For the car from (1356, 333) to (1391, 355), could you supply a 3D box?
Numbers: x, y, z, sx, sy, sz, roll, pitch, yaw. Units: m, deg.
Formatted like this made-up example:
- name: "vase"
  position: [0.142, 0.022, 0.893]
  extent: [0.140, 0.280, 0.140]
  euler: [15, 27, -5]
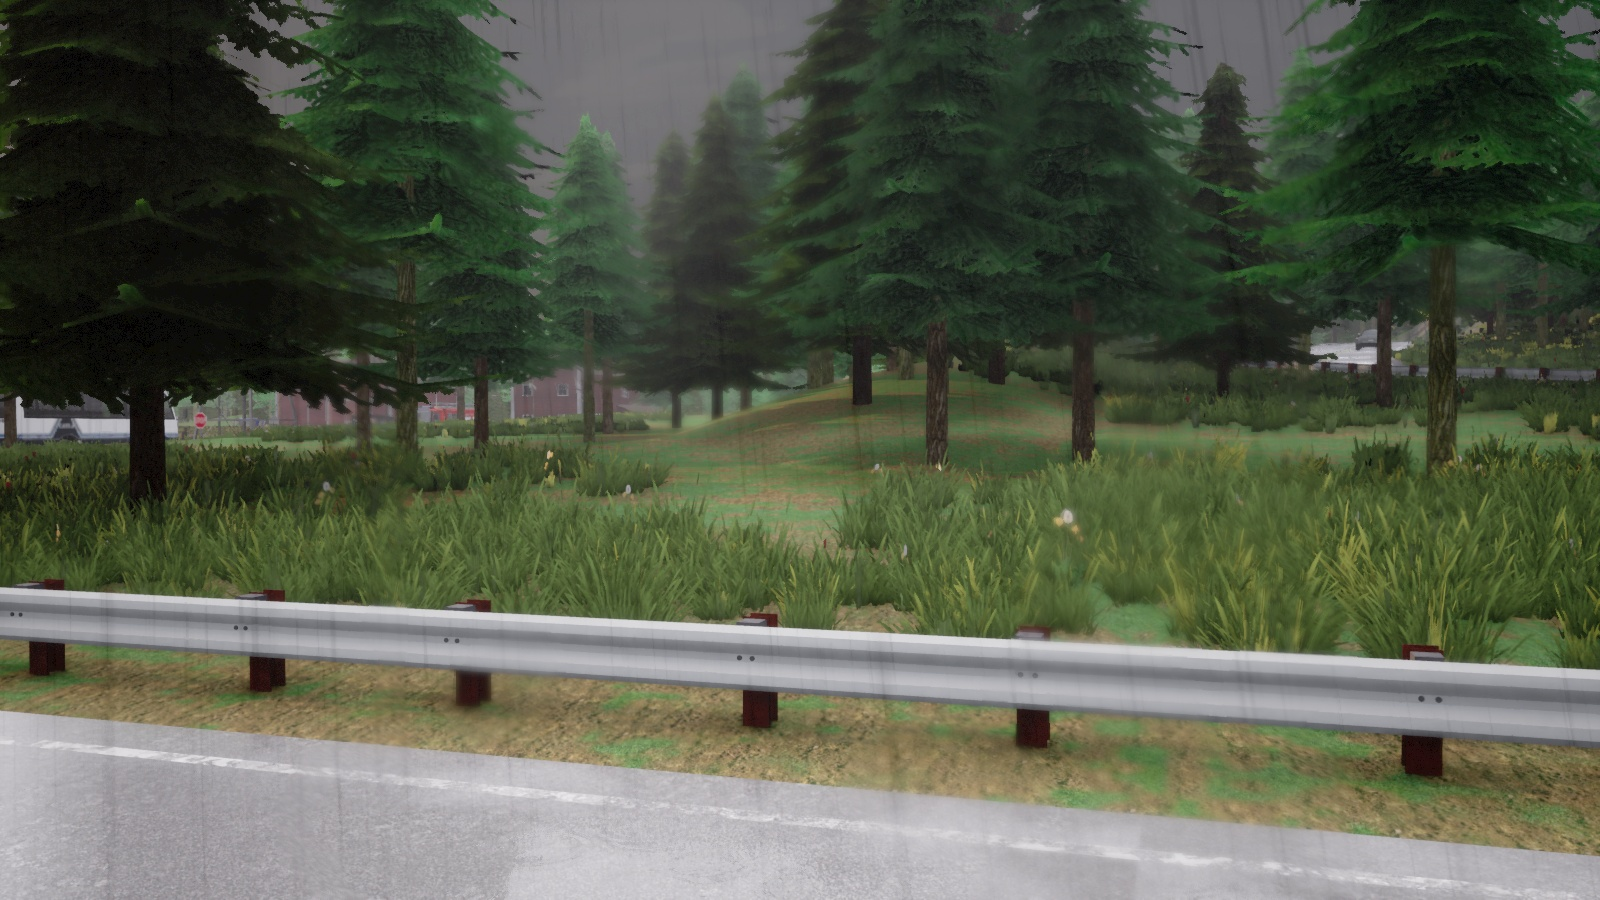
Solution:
- name: "car"
  position: [39.494, -7.324, 86.466]
  extent: [1.994, 1.385, 4.181]
  euler: [1, 6, 27]

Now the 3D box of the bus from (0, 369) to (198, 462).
- name: "bus"
  position: [-35.726, -1.667, 63.051]
  extent: [3.944, 4.253, 10.273]
  euler: [1, 1, 17]
